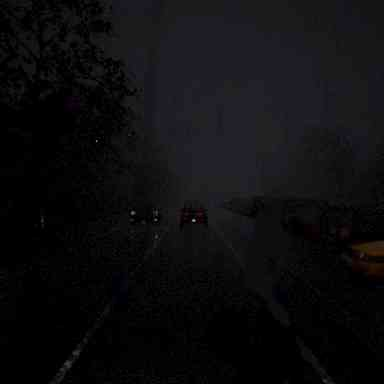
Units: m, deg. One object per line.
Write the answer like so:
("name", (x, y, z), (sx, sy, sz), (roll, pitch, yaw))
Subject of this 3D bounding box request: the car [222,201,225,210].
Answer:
("car", (7.129, 2.036, 47.658), (4.674, 1.452, 2.002), (0, -1, 0))

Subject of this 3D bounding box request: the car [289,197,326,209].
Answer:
("car", (20.258, 1.961, 58.511), (5.566, 2.045, 2.435), (0, -1, 0))

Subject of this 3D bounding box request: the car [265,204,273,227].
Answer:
("car", (7.066, 1.605, 19.920), (4.674, 1.452, 2.002), (0, 0, 0))

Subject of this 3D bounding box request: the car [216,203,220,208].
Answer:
("car", (7.110, 1.852, 53.214), (5.566, 2.045, 2.435), (0, -1, 0))

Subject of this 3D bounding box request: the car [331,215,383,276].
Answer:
("car", (6.853, 1.527, 8.816), (5.366, 1.575, 1.946), (0, 0, 0))

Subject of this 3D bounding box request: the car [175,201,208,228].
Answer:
("car", (0.114, 1.630, 23.630), (2.128, 1.511, 4.902), (0, -1, 0))

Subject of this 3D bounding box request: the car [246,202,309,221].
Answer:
("car", (7.112, 1.651, 28.222), (4.792, 1.488, 2.163), (0, -1, 0))

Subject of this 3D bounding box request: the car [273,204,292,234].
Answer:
("car", (7.052, 1.556, 17.144), (5.008, 1.535, 2.097), (0, 0, 0))

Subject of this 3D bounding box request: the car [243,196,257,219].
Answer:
("car", (7.105, 1.332, 25.473), (5.566, 2.045, 2.435), (0, 0, 0))

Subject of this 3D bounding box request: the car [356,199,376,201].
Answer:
("car", (19.990, 1.721, 33.581), (5.366, 1.575, 1.946), (0, -1, 0))

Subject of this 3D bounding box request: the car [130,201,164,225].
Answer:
("car", (-3.332, 1.507, 25.160), (2.097, 1.767, 4.553), (0, -1, 0))

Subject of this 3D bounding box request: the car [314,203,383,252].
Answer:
("car", (7.014, 1.413, 11.592), (4.553, 1.767, 2.185), (0, 0, 0))

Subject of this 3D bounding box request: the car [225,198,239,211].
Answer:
("car", (7.119, 1.889, 42.107), (5.008, 1.535, 2.097), (0, -1, 0))

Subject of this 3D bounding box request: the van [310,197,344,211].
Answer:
("van", (20.329, 1.818, 50.204), (4.442, 1.987, 1.878), (0, -1, 0))

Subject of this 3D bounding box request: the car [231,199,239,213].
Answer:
("car", (7.071, 1.811, 36.556), (4.792, 1.488, 2.163), (0, -1, 0))

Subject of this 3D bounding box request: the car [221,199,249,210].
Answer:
("car", (7.176, 2.034, 55.983), (4.553, 1.767, 2.185), (0, -1, 0))

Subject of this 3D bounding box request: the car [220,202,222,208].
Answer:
("car", (7.162, 2.079, 50.433), (4.792, 1.488, 2.163), (0, -1, 0))

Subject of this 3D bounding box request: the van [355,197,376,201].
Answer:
("van", (20.298, 1.551, 36.355), (4.442, 1.987, 1.878), (0, -1, 0))

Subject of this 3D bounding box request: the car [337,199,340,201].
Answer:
("car", (20.181, 1.832, 39.121), (4.892, 1.521, 2.231), (0, -1, 0))

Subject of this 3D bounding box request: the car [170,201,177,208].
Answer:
("car", (-3.179, 2.493, 65.546), (2.033, 1.411, 5.357), (0, -2, 0))

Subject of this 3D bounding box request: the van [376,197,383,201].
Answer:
("van", (20.051, 1.444, 30.818), (4.442, 1.987, 1.878), (0, -1, 0))

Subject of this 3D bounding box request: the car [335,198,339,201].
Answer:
("car", (20.188, 1.884, 41.891), (5.008, 1.535, 2.097), (0, -1, 0))

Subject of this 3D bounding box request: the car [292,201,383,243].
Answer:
("car", (7.020, 1.422, 14.368), (4.553, 1.767, 2.185), (0, 0, 0))

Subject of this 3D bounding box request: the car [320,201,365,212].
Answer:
("car", (20.194, 1.940, 44.786), (5.008, 1.535, 2.097), (0, -1, 0))

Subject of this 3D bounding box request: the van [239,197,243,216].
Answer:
("van", (6.972, 1.449, 31.009), (4.442, 1.987, 1.878), (0, -1, 0))

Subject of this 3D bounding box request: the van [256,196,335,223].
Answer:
("van", (6.953, 1.348, 22.697), (4.442, 1.987, 1.878), (0, 0, 0))

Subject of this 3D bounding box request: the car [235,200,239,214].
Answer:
("car", (7.098, 1.768, 33.779), (4.674, 1.452, 2.002), (0, -1, 0))
